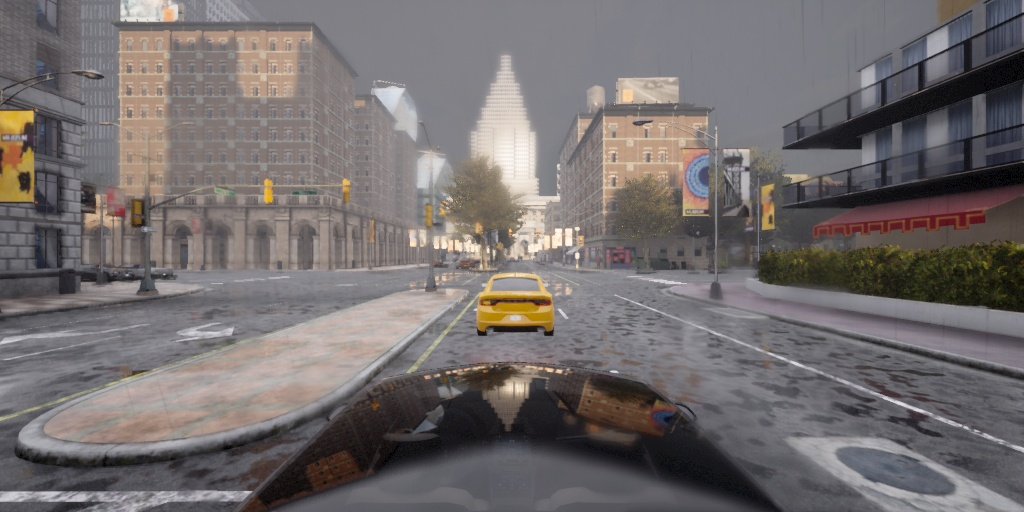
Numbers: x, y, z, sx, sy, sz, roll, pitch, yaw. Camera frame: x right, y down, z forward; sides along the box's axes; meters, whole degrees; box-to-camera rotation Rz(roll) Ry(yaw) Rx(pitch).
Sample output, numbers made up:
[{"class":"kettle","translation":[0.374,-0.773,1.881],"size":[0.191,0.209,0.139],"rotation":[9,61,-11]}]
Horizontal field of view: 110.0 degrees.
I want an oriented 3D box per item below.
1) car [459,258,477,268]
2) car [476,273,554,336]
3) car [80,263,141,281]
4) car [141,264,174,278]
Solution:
[{"class":"car","translation":[-7.983,1.102,62.983],"size":[2.097,1.767,4.553],"rotation":[0,0,0]},{"class":"car","translation":[0.092,1.228,10.455],"size":[1.882,1.535,5.008],"rotation":[0,0,0]},{"class":"car","translation":[-33.416,1.276,28.953],"size":[4.674,1.442,1.812],"rotation":[0,0,0]},{"class":"car","translation":[-33.668,1.351,32.451],"size":[4.718,1.301,1.895],"rotation":[0,0,0]}]
